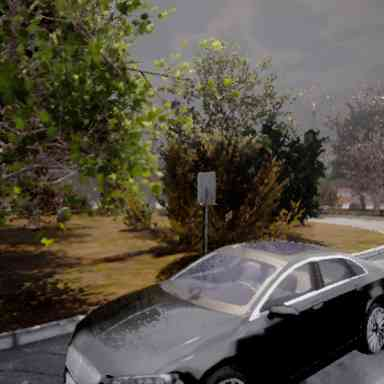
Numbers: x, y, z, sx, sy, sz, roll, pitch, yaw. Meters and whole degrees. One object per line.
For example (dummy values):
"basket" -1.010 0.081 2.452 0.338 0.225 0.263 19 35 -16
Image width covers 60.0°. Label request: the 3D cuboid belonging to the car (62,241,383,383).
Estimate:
"car" 0.897 1.491 4.426 4.902 1.511 2.128 0 0 -38
